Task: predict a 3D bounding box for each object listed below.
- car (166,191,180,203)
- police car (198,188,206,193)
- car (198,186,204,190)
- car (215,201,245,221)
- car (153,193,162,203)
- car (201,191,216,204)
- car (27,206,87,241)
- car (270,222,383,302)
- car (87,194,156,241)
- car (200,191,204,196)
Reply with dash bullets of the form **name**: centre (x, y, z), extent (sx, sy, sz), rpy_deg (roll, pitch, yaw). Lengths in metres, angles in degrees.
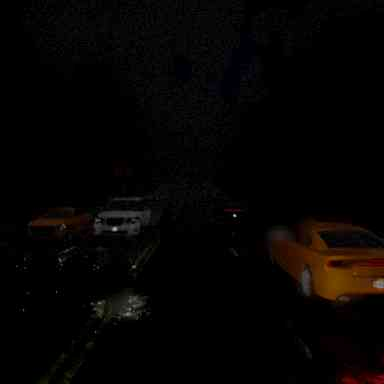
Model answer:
- **car**: centre (-3.384, 0.901, 59.820), extent (2.150, 2.045, 5.566), rpy_deg (0, 2, 1)
- **police car**: centre (3.119, 0.506, 79.615), extent (1.930, 1.638, 5.238), rpy_deg (0, 2, 0)
- **car**: centre (3.101, 0.061, 90.481), extent (2.033, 1.649, 4.856), rpy_deg (0, 3, 0)
- **car**: centre (3.304, 1.596, 28.281), extent (1.837, 1.490, 4.892), rpy_deg (0, 0, 0)
- **car**: centre (-6.640, 1.052, 59.077), extent (2.097, 1.767, 4.553), rpy_deg (0, 2, 1)
- **car**: centre (3.156, 1.173, 57.521), extent (2.033, 1.649, 4.856), rpy_deg (0, 1, 0)
- **car**: centre (-6.628, 1.528, 17.199), extent (1.882, 1.535, 5.008), rpy_deg (0, 0, 0)
- **car**: centre (3.336, 1.496, 8.388), extent (1.882, 1.535, 5.008), rpy_deg (0, 0, 0)
- **car**: centre (-3.378, 1.273, 17.269), extent (2.150, 2.045, 5.566), rpy_deg (0, 0, 0)
- **car**: centre (3.137, 0.989, 68.516), extent (1.994, 1.385, 4.181), rpy_deg (0, 2, 0)
